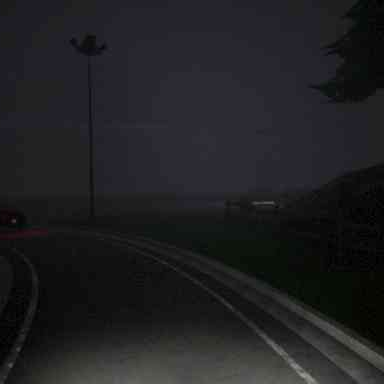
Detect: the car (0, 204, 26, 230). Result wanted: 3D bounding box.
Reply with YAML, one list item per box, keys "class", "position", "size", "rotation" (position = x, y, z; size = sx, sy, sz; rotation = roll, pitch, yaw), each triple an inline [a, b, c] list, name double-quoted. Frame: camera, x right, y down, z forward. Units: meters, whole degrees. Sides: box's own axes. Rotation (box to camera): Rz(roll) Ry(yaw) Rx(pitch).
- class: "car"
  position: [-11.526, 1.389, 18.794]
  size: [5.008, 1.535, 1.882]
  rotation: [0, 0, 30]

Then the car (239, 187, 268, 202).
- class: "car"
  position: [9.604, 0.378, 48.458]
  size: [5.566, 2.045, 2.150]
  rotation: [-1, 1, -27]

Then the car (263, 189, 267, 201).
- class: "car"
  position: [12.516, 0.710, 46.005]
  size: [4.181, 1.385, 1.994]
  rotation: [-1, 1, -26]

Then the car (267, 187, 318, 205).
- class: "car"
  position: [12.808, 0.416, 42.243]
  size: [5.566, 2.045, 2.150]
  rotation: [-1, 1, -27]
